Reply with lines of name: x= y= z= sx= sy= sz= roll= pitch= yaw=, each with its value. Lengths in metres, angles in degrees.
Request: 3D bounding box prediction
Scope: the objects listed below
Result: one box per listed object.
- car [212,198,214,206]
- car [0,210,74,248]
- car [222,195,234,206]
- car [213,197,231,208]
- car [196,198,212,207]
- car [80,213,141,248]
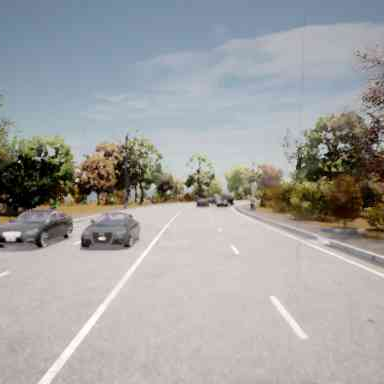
car: x=3.921 y=1.964 z=70.039 sx=1.837 sy=1.490 sz=4.892 roll=0 pitch=-1 yaw=15
car: x=-7.028 y=1.586 z=15.347 sx=2.128 sy=1.511 sz=4.902 roll=0 pitch=0 yaw=0
car: x=7.452 y=1.707 z=69.731 sx=2.150 sy=2.045 sz=5.566 roll=0 pitch=-1 yaw=15
car: x=5.457 y=2.087 z=59.723 sx=1.895 sy=1.301 sz=4.718 roll=0 pitch=-1 yaw=10
car: x=1.964 y=1.992 z=60.019 sx=1.837 sy=1.490 sz=4.892 roll=0 pitch=-1 yaw=10
car: x=-3.531 y=1.654 z=15.078 sx=1.994 sy=1.385 sz=4.181 roll=0 pitch=0 yaw=0
